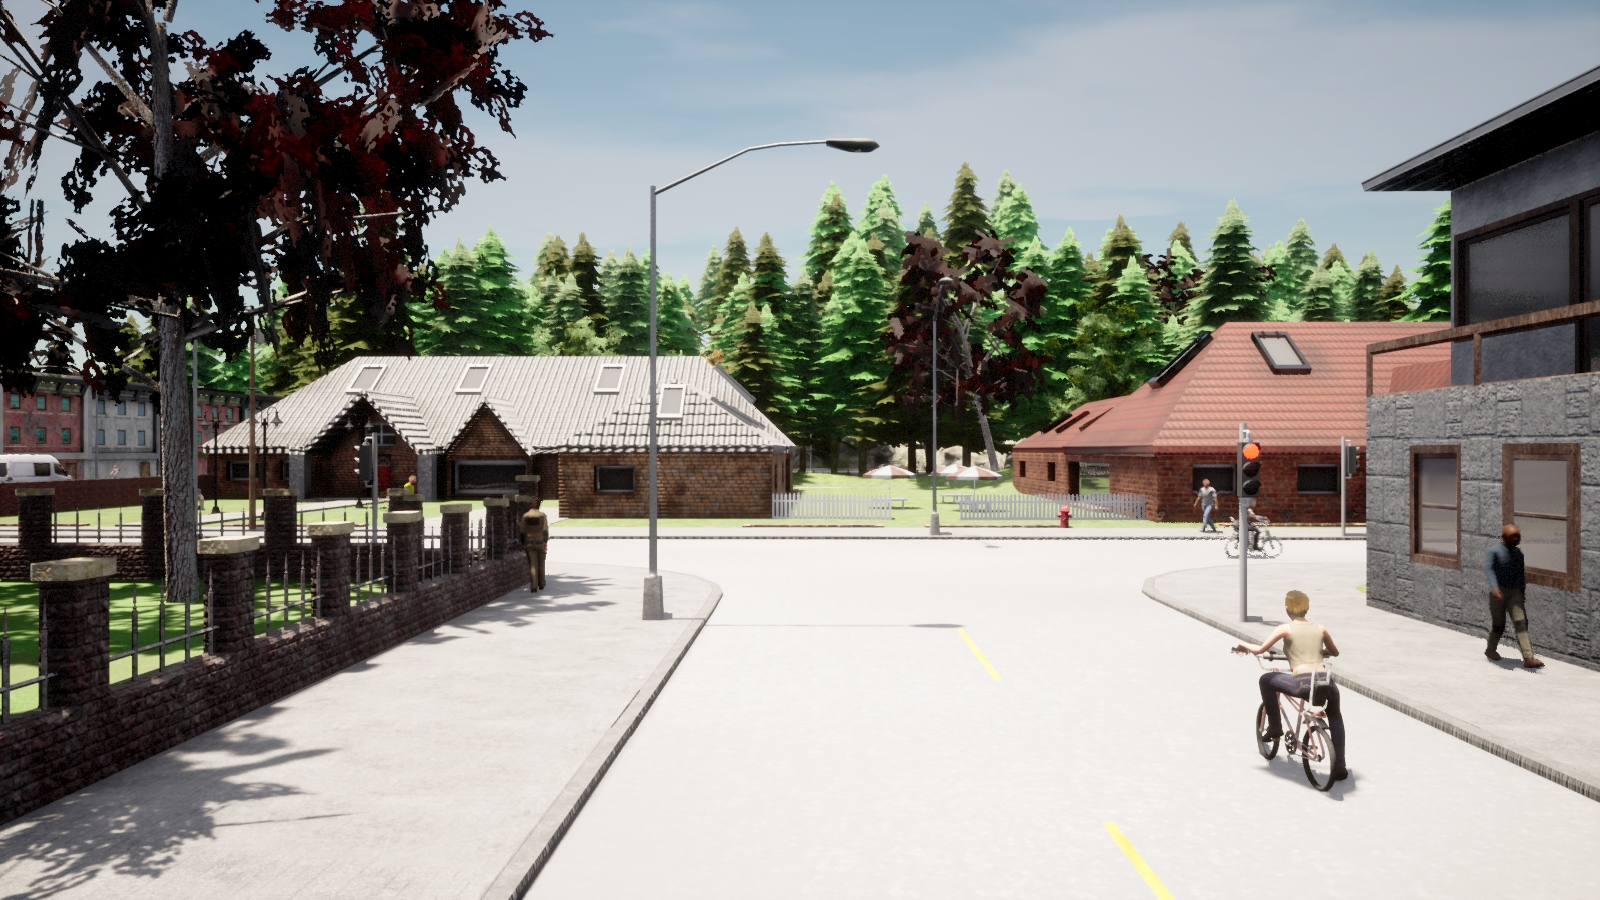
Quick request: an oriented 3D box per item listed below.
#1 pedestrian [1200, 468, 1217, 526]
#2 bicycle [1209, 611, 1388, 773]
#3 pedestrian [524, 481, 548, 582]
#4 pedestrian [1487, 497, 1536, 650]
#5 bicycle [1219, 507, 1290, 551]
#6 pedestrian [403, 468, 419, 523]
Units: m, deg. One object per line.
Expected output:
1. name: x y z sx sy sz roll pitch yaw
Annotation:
1. pedestrian: 13.190 1.524 36.928 0.375 1.860 0.375 0 0 -36
2. bicycle: 4.247 2.036 9.857 0.859 1.080 1.487 0 0 -2
3. pedestrian: -4.953 1.523 21.437 0.375 1.860 0.375 0 0 -2
4. pedestrian: 8.835 1.516 14.197 0.375 1.860 0.375 0 0 1
5. bicycle: 11.747 2.036 29.559 1.487 1.080 0.859 0 0 1
6. pedestrian: -13.062 1.524 38.364 0.375 1.860 0.375 0 0 2
